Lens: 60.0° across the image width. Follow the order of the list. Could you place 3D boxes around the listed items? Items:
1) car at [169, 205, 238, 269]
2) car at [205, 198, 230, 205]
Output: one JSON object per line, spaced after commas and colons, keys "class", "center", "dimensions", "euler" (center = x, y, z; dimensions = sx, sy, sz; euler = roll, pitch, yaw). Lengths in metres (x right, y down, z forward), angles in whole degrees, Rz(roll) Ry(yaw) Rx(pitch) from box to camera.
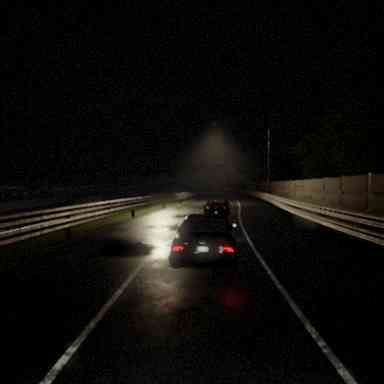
{"class": "car", "center": [0.441, 1.376, 10.469], "dimensions": [2.033, 1.411, 5.357], "euler": [0, 1, 4]}
{"class": "car", "center": [2.107, 1.170, 26.813], "dimensions": [1.895, 1.301, 4.718], "euler": [1, 1, 8]}
